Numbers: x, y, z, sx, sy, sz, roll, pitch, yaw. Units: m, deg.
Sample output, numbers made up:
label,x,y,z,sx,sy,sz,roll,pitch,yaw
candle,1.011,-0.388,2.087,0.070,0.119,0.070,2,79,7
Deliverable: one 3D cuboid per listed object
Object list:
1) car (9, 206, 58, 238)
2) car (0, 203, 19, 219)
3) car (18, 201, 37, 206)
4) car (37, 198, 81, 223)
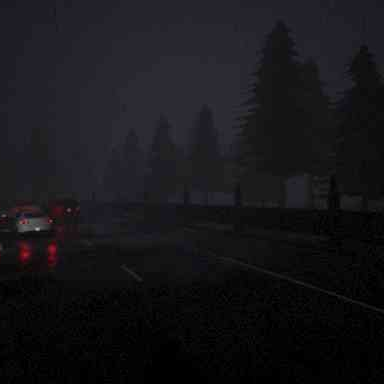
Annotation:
label,x,y,z,sx,sy,sz,roll,pitch,yaw
car,-9.427,1.762,19.587,1.812,1.442,4.674,0,0,-32
car,-18.344,1.943,31.687,1.812,1.442,4.674,0,0,-40
car,-18.699,1.812,37.279,2.097,1.767,4.553,0,-1,-42
car,-11.295,1.541,28.454,2.150,2.045,5.566,0,0,-36
